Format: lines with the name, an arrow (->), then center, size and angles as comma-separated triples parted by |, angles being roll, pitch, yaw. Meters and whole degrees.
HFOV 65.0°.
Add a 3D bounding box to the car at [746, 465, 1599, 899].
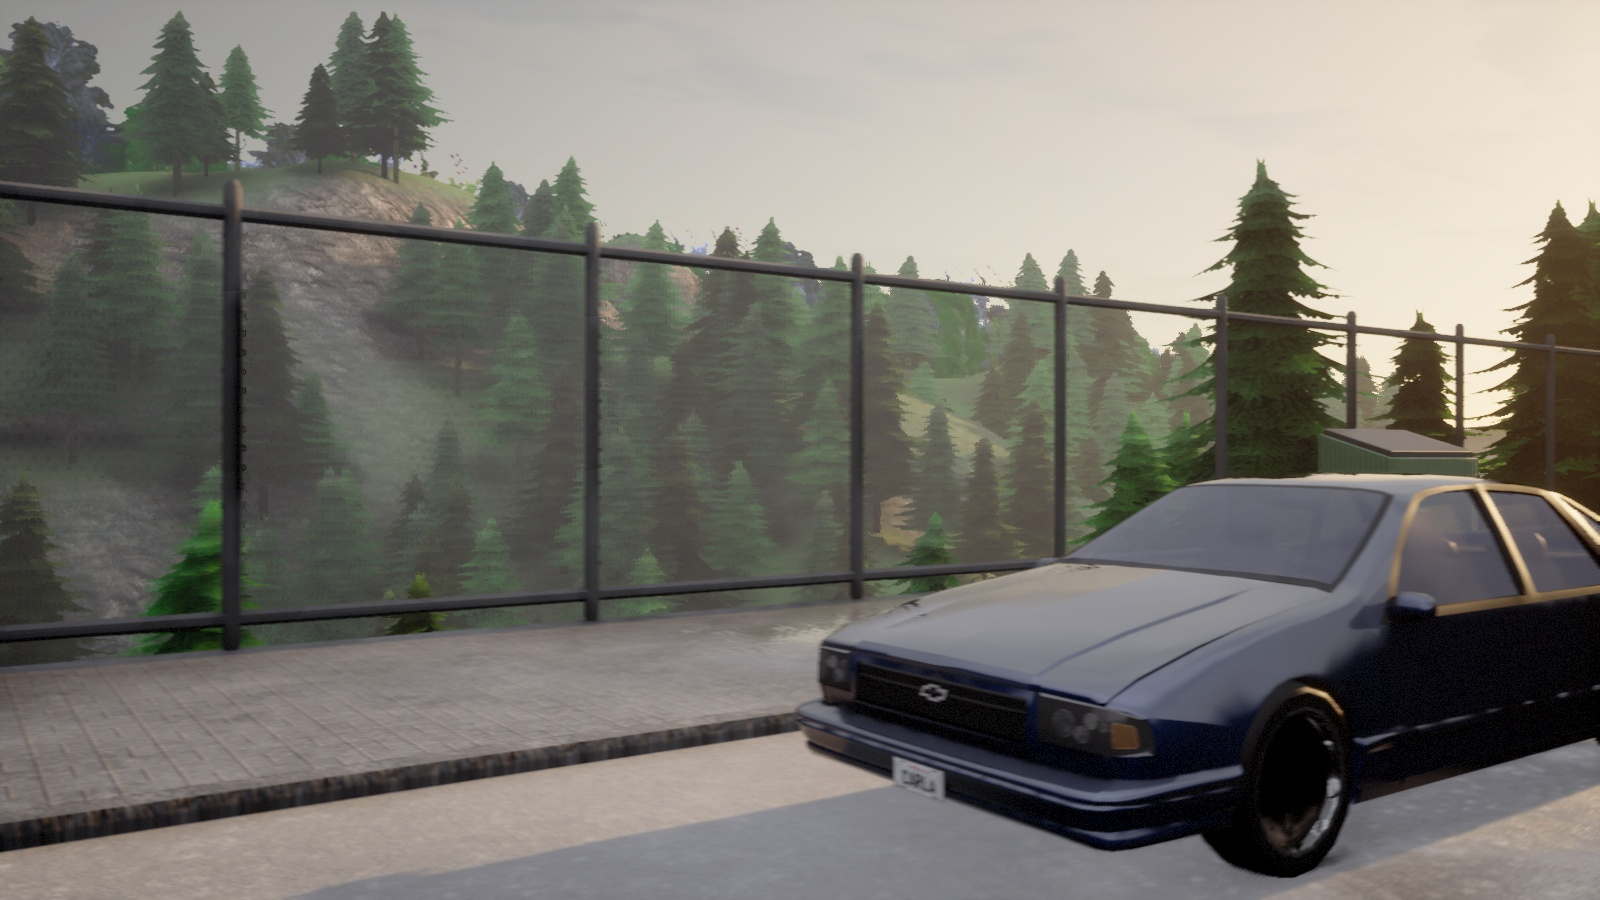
car -> 2.552, 0.802, 6.044 | 5.357, 1.411, 2.033 | 0, 0, -35
